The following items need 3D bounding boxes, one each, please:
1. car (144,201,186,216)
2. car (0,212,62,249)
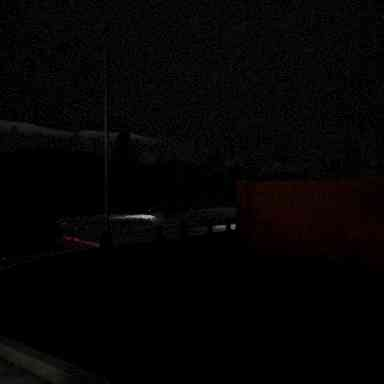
[{"bbox_3d":[-2.566,1.531,32.440,1.994,1.385,4.181,0,0,45],"label":"car"},{"bbox_3d":[-7.380,1.507,12.597,1.812,1.442,4.674,0,0,45],"label":"car"}]
